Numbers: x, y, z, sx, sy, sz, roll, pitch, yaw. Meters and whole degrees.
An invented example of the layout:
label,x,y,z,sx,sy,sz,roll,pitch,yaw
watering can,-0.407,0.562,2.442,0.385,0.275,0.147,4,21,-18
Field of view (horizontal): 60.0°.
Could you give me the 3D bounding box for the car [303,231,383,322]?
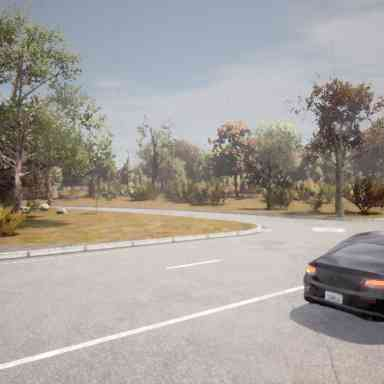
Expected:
label,x,y,z,sx,sy,sz,roll,pitch,yaw
car,4.137,1.525,6.697,4.674,1.442,1.812,0,0,-36
